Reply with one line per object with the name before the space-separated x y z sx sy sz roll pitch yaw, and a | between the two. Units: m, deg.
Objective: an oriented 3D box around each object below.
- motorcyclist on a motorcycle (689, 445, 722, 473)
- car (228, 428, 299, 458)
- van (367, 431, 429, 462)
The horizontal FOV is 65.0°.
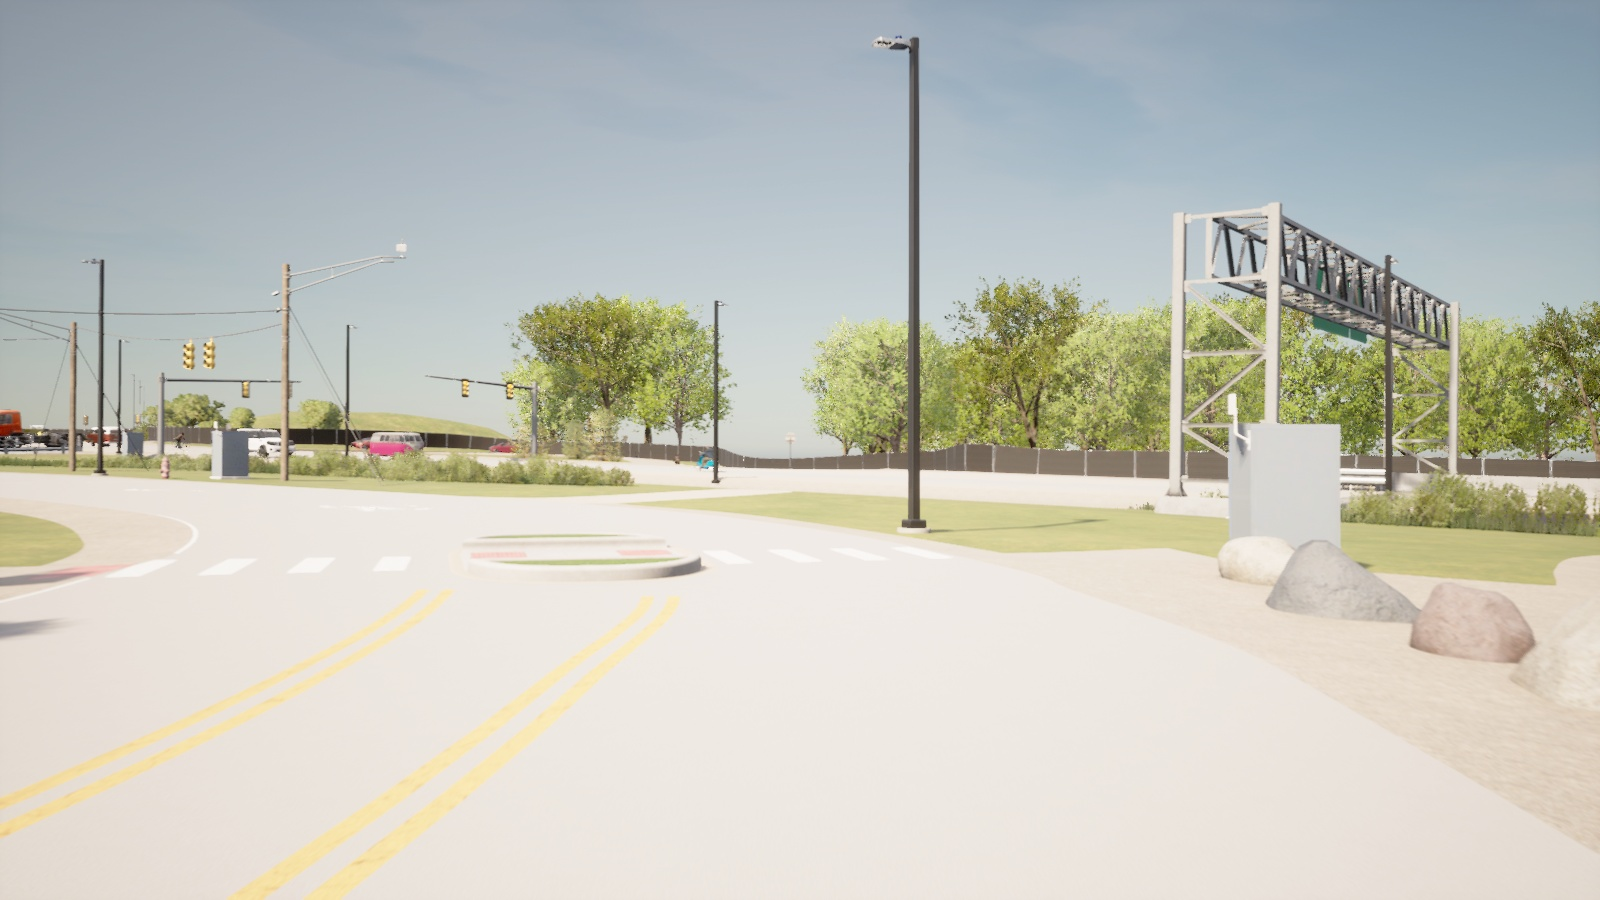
motorcyclist on a motorcycle | -5.551 0.510 73.886 1.817 1.590 0.866 1 0 37
car | -38.533 -0.532 90.123 5.566 2.045 2.150 1 0 37
van | -27.654 -0.236 86.263 4.442 1.987 1.775 1 0 37
